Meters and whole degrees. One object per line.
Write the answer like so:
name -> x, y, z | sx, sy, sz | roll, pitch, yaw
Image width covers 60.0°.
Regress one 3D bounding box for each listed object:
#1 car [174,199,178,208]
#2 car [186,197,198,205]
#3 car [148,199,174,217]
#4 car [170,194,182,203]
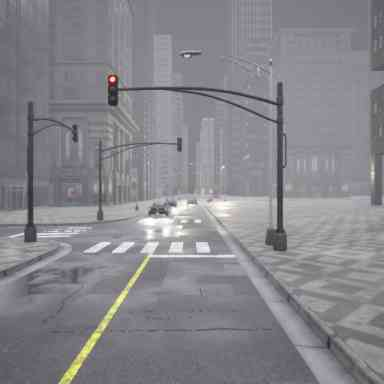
car -> -3.073, 1.605, 47.358 | 1.895, 1.301, 4.718 | 0, 0, 0
car -> 0.026, 1.559, 57.639 | 2.033, 1.411, 5.357 | 0, 0, 0
car -> -3.085, 1.600, 32.000 | 1.895, 1.301, 4.718 | 0, 0, 0
car -> -2.972, 1.154, 62.841 | 2.128, 1.511, 4.902 | 0, 0, 0
